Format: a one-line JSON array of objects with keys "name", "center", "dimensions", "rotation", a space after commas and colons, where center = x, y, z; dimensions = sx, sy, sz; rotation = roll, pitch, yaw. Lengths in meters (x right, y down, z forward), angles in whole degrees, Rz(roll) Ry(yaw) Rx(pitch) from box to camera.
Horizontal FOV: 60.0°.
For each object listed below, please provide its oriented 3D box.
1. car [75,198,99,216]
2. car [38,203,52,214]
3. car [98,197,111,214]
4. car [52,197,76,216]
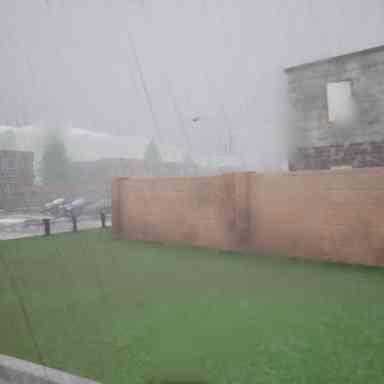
[{"name": "car", "center": [-6.497, 1.180, 26.812], "dimensions": [1.837, 1.490, 4.892], "rotation": [-1, 3, 37]}, {"name": "car", "center": [-11.941, 1.252, 31.217], "dimensions": [1.812, 1.442, 4.674], "rotation": [-1, 1, 37]}, {"name": "car", "center": [-3.869, 1.208, 24.483], "dimensions": [2.033, 1.411, 5.357], "rotation": [-1, 1, 37]}, {"name": "car", "center": [-9.276, 1.232, 28.938], "dimensions": [1.812, 1.442, 4.674], "rotation": [-1, 1, 37]}]
